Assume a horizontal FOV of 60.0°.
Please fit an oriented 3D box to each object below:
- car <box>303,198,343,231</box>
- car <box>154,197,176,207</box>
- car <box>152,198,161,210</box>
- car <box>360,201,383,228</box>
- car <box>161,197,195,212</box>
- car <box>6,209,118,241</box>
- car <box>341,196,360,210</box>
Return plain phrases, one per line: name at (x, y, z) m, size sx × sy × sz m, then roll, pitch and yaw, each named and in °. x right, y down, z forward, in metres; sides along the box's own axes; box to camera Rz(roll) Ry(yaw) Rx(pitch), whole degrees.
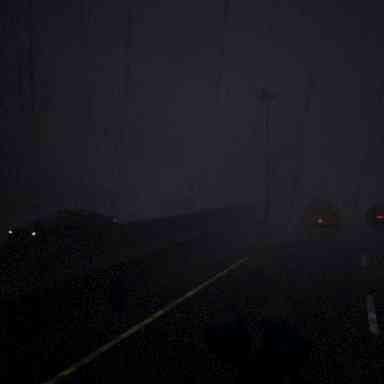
car at (7.711, 1.345, 19.708) m, size 1.882 × 1.535 × 5.008 m, roll 0°, pitch 0°, yaw 23°
car at (-4.020, 1.440, 50.390) m, size 1.895 × 1.301 × 4.718 m, roll 0°, pitch 0°, yaw 15°
car at (-3.067, 1.414, 41.511) m, size 2.033 × 1.411 × 5.357 m, roll 0°, pitch 0°, yaw 18°
car at (11.696, 1.383, 20.105) m, size 2.033 × 1.411 × 5.357 m, roll 0°, pitch 0°, yaw 22°
car at (-1.164, 1.363, 36.205) m, size 2.128 × 1.511 × 4.902 m, roll 0°, pitch 0°, yaw 19°
car at (-5.788, 1.533, 15.721) m, size 2.033 × 1.411 × 5.357 m, roll 0°, pitch 0°, yaw 25°
car at (18.048, 1.195, 38.249) m, size 1.882 × 1.535 × 5.008 m, roll 0°, pitch 0°, yaw 17°
